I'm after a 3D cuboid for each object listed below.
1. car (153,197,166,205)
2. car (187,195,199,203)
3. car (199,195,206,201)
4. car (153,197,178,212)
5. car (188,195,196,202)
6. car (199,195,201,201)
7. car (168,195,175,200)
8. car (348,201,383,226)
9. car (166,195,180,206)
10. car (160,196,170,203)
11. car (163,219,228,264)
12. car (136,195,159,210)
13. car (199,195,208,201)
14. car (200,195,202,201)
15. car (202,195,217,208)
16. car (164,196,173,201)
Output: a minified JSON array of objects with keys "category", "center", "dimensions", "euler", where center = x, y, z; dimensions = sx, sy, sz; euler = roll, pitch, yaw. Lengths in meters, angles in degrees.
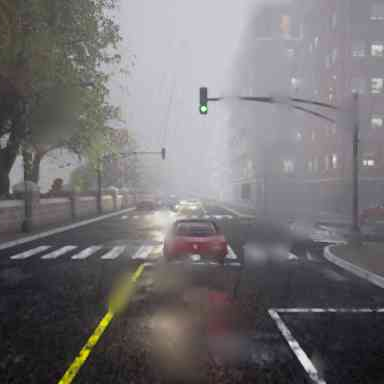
[{"category":"car","center":[-5.682,1.532,58.406],"dimensions":[1.887,1.381,4.507],"euler":[0,0,0]},{"category":"car","center":[0.015,1.590,67.562],"dimensions":[1.895,1.301,4.718],"euler":[0,0,0]},{"category":"car","center":[2.705,1.542,86.081],"dimensions":[1.887,1.381,4.507],"euler":[0,0,0]},{"category":"car","center":[-3.084,1.586,39.440],"dimensions":[1.895,1.301,4.718],"euler":[0,0,0]},{"category":"car","center":[0.016,1.383,77.536],"dimensions":[1.882,1.535,5.008],"euler":[0,0,0]},{"category":"car","center":[2.699,1.538,58.405],"dimensions":[2.008,1.369,4.403],"euler":[0,0,0]},{"category":"car","center":[-5.675,1.526,91.447],"dimensions":[1.752,1.417,4.829],"euler":[0,0,0]},{"category":"car","center":[14.620,1.576,25.223],"dimensions":[5.009,1.841,2.192],"euler":[1,-1,0]},{"category":"car","center":[-3.035,1.535,56.517],"dimensions":[2.033,1.411,5.357],"euler":[0,0,1]},{"category":"car","center":[-5.679,1.573,69.476],"dimensions":[1.802,1.307,4.206],"euler":[0,0,0]},{"category":"car","center":[0.101,1.594,11.756],"dimensions":[1.895,1.301,4.718],"euler":[0,0,0]},{"category":"car","center":[-5.686,1.300,41.800],"dimensions":[2.192,1.841,5.009],"euler":[0,0,0]},{"category":"car","center":[2.704,1.539,80.546],"dimensions":[1.887,1.381,4.507],"euler":[0,0,0]},{"category":"car","center":[2.698,1.531,52.869],"dimensions":[1.887,1.381,4.507],"euler":[0,0,0]},{"category":"car","center":[2.696,1.511,47.504],"dimensions":[1.752,1.417,4.829],"euler":[0,0,0]},{"category":"car","center":[-5.677,1.577,80.547],"dimensions":[1.802,1.307,4.206],"euler":[0,0,0]}]
